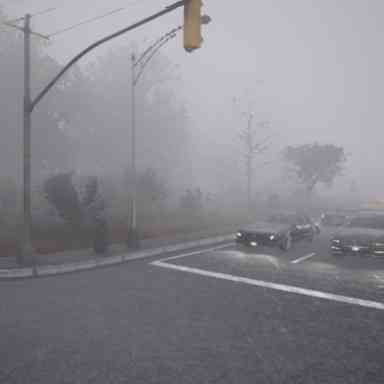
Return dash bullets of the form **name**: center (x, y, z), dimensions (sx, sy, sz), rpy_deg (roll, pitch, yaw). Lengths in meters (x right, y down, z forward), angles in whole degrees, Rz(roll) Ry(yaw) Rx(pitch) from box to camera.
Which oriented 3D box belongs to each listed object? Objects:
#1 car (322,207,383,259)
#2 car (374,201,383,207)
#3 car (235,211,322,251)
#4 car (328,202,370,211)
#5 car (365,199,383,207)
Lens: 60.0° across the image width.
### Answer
- **car**: center (6.558, 1.505, 12.153), dimensions (1.837, 1.490, 4.892), rpy_deg (0, 0, 39)
- **car**: center (12.501, 1.485, 19.560), dimensions (2.128, 1.511, 4.902), rpy_deg (0, 0, 39)
- **car**: center (3.956, 1.547, 14.504), dimensions (2.033, 1.411, 5.357), rpy_deg (0, 0, 39)
- **car**: center (10.164, 1.592, 22.240), dimensions (1.895, 1.301, 4.718), rpy_deg (0, 0, 39)
- **car**: center (16.748, 1.398, 30.436), dimensions (1.882, 1.535, 5.008), rpy_deg (0, 1, 39)
